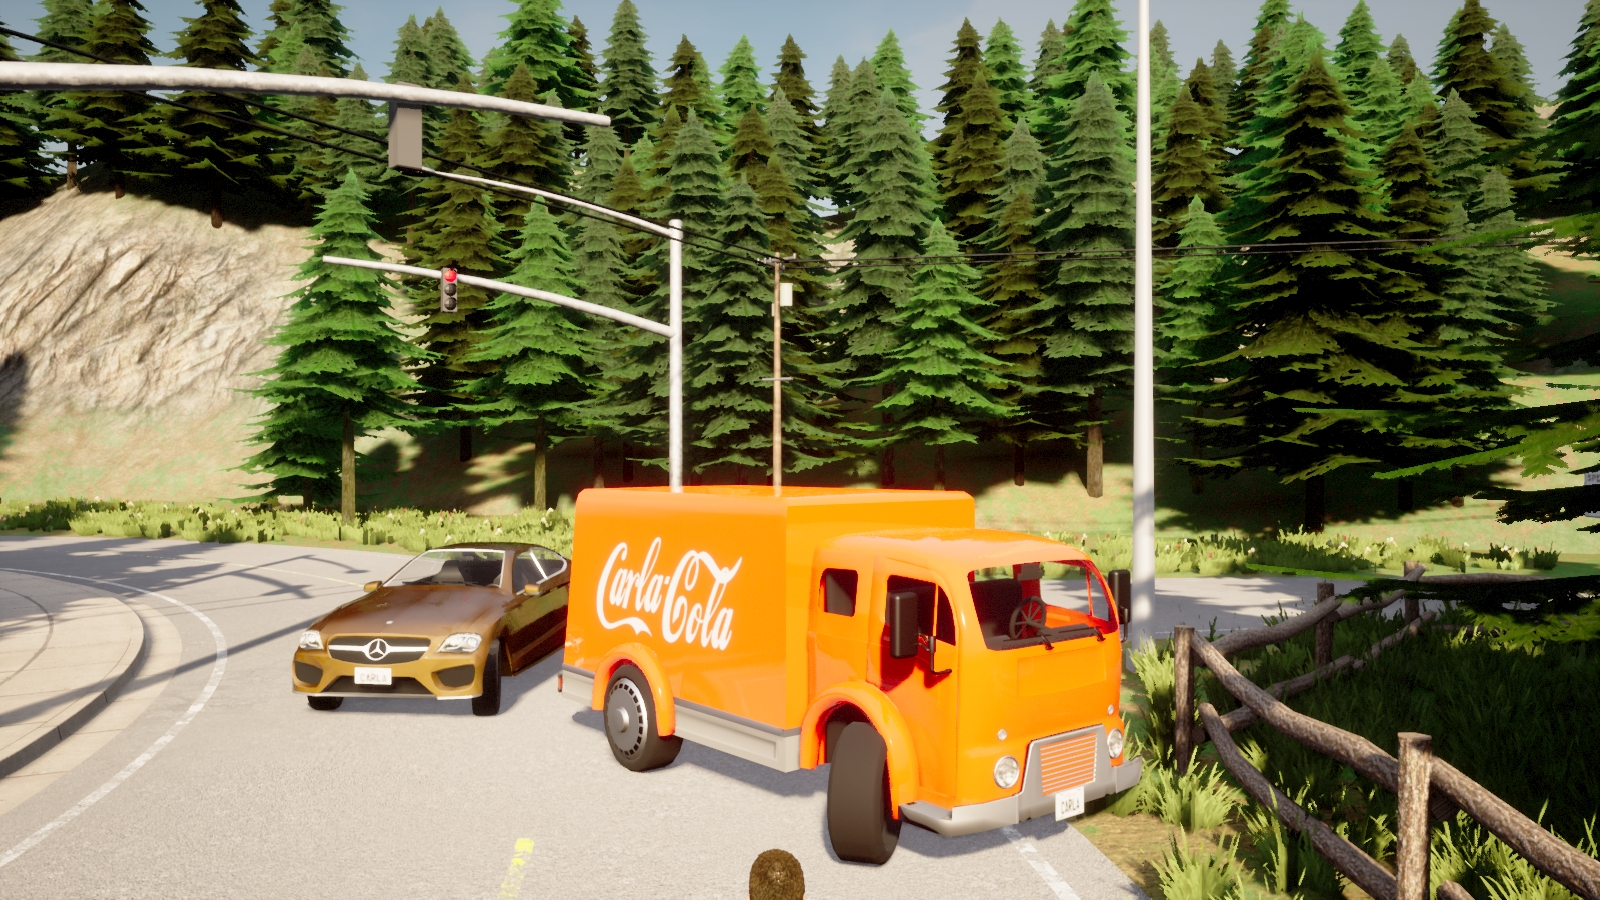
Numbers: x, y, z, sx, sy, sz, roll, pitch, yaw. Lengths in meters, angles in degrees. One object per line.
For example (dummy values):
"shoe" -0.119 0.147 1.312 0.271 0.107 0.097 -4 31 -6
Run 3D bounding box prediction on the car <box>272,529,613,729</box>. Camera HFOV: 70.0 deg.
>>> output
"car" -4.038 1.970 14.038 2.152 1.651 5.027 0 0 6

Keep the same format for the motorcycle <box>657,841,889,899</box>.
"motorcycle" -0.074 2.159 3.526 0.803 1.199 2.033 0 0 -2

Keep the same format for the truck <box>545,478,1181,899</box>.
"truck" 0.202 1.542 9.769 2.627 2.467 5.204 0 0 -39
